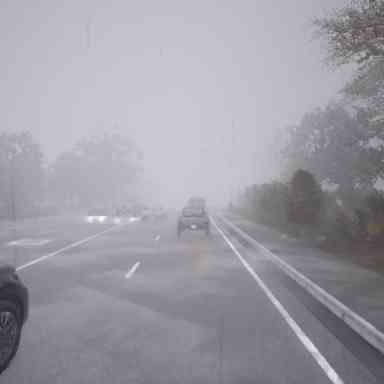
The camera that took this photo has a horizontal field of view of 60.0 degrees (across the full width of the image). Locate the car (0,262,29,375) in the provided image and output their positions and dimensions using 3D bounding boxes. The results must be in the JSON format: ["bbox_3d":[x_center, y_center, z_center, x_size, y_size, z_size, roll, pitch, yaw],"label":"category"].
[{"bbox_3d":[-3.405,1.238,2.399,2.150,2.045,5.566,0,0,0],"label":"car"}]

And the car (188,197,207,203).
[{"bbox_3d":[0.624,1.618,41.655,2.150,2.045,5.566,0,-1,3],"label":"car"}]

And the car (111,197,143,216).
[{"bbox_3d":[-6.818,1.564,36.680,2.150,2.045,5.566,0,-1,3],"label":"car"}]

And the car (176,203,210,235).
[{"bbox_3d":[0.086,1.660,20.179,2.128,1.511,4.902,0,-1,0],"label":"car"}]

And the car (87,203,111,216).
[{"bbox_3d":[-10.263,1.915,37.479,1.994,1.385,4.181,0,-1,3],"label":"car"}]

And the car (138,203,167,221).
[{"bbox_3d":[-3.321,1.876,30.270,1.895,1.301,4.718,0,-1,1],"label":"car"}]
